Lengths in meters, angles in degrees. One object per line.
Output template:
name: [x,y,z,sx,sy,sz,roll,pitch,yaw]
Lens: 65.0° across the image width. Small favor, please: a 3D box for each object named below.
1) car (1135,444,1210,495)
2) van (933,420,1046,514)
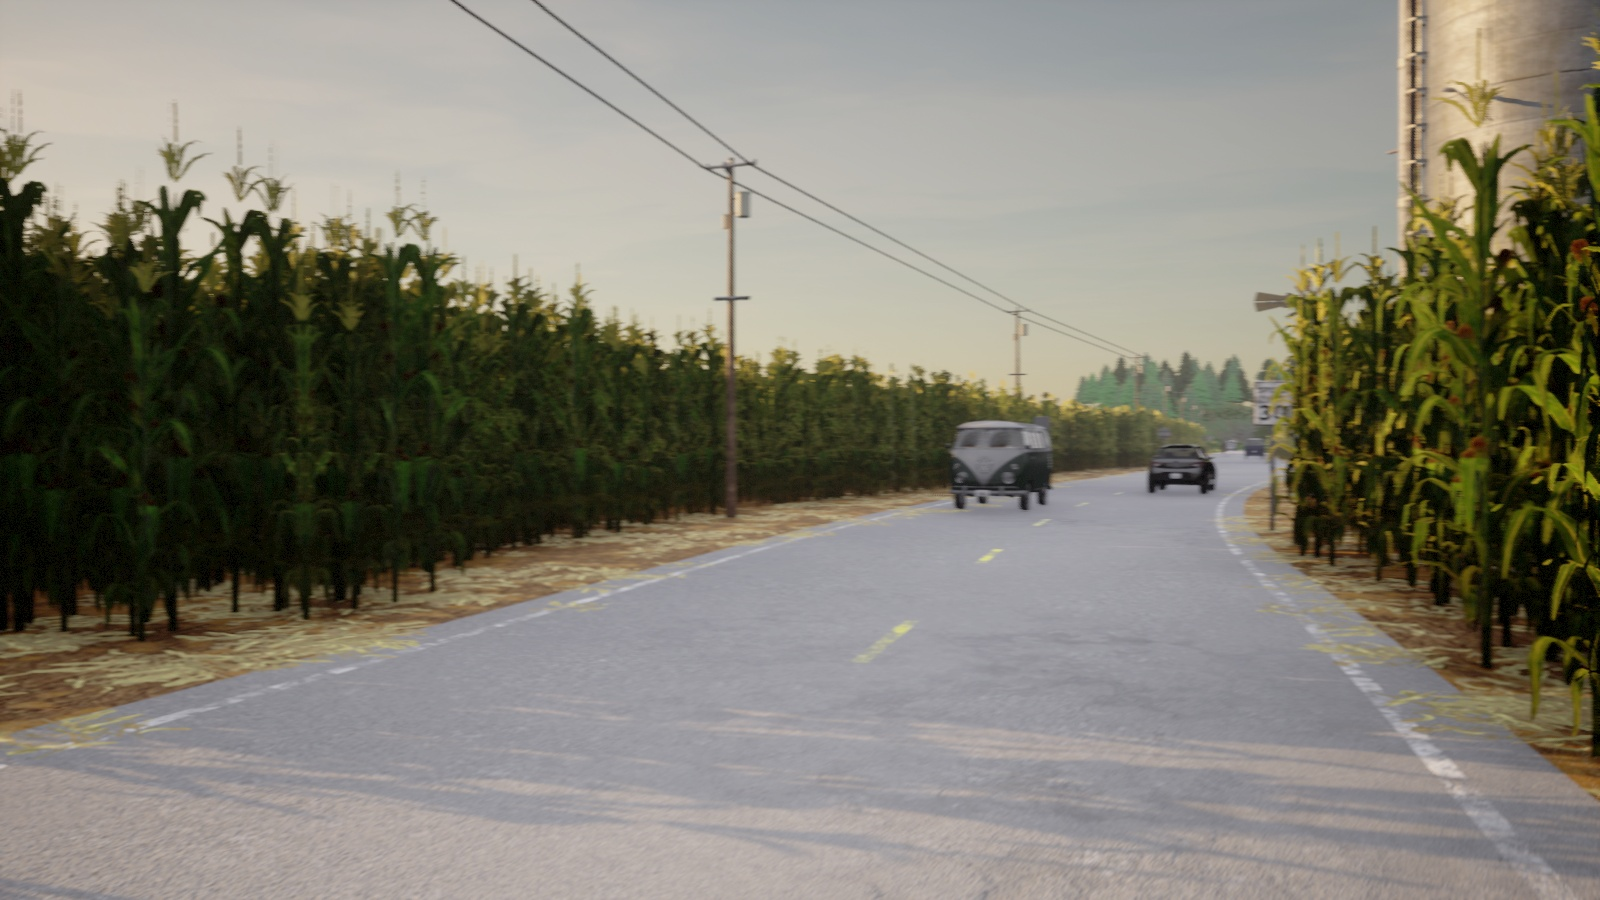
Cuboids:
car: [11.574,0.566,38.839,1.816,1.474,4.193,0,0,22]
van: [4.448,0.342,28.955,1.775,1.987,4.442,0,0,19]
